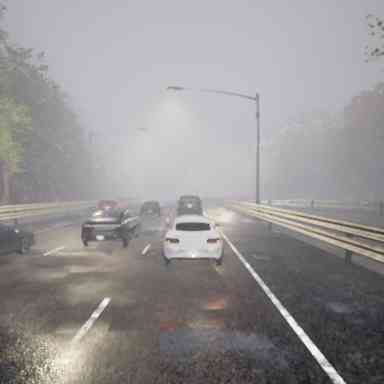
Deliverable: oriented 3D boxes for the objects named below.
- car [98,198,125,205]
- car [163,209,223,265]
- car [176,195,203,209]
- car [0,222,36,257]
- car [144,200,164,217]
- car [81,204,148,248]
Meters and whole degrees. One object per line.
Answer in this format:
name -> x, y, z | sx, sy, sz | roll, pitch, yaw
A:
car -> -7.242, 1.416, 30.189 | 2.097, 1.767, 4.553 | 0, 0, -1
car -> 0.022, 1.544, 11.667 | 1.812, 1.442, 4.674 | 0, 0, 0
car -> -0.223, 1.282, 29.525 | 2.150, 2.045, 5.566 | 0, 0, -1
car -> -6.966, 1.566, 10.462 | 2.033, 1.411, 5.357 | 0, 0, 0
car -> -3.776, 1.546, 31.998 | 1.882, 1.535, 5.008 | 0, 0, -1
car -> -3.504, 1.517, 15.043 | 2.128, 1.511, 4.902 | 0, 0, 0
